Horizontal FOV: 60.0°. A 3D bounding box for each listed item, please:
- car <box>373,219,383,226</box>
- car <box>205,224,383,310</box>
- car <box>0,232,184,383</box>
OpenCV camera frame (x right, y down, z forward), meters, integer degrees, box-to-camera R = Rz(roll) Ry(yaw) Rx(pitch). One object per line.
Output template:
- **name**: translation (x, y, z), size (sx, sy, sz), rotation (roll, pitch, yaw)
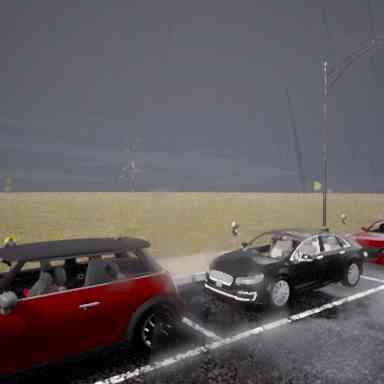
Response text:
- **car**: translation (6.807, 1.552, 10.954), size (4.507, 1.381, 1.887), rotation (0, 1, -36)
- **car**: translation (2.302, 1.555, 7.735), size (4.403, 1.369, 2.008), rotation (0, 1, -36)
- **car**: translation (-2.202, 1.441, 4.516), size (4.097, 1.590, 1.967), rotation (0, 1, -36)
